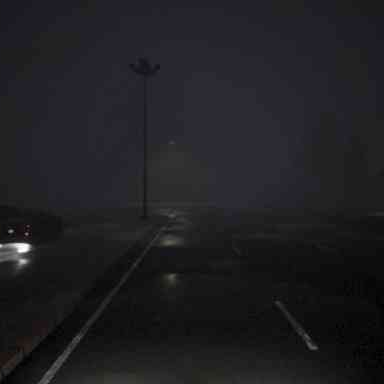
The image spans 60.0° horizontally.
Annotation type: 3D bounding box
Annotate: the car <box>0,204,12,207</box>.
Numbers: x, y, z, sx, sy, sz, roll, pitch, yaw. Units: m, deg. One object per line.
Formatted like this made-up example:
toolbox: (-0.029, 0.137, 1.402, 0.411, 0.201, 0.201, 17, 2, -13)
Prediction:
car: (-11.554, 1.498, 19.190, 1.837, 1.490, 4.892, 0, 0, 0)

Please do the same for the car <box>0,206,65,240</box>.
car: (-8.047, 1.558, 16.795, 1.994, 1.385, 4.181, 0, 0, 1)
